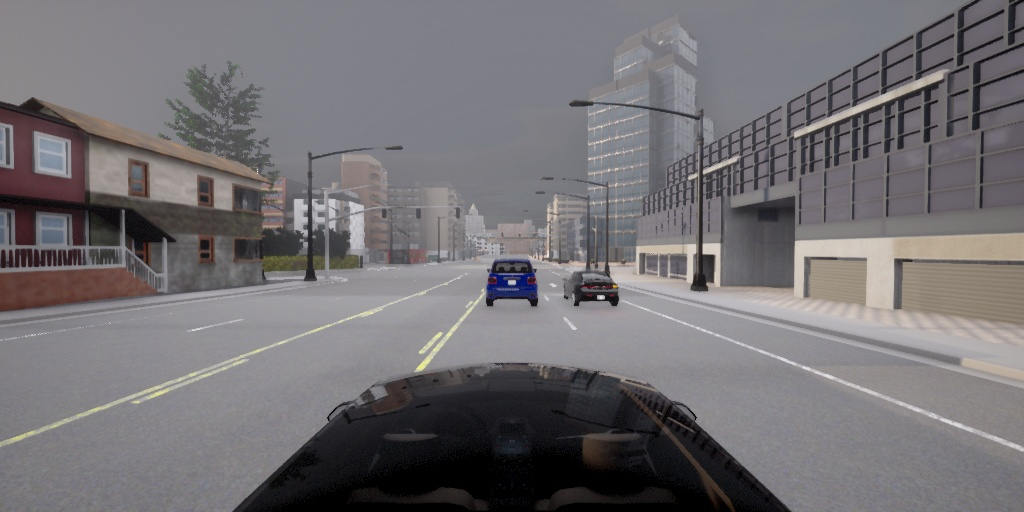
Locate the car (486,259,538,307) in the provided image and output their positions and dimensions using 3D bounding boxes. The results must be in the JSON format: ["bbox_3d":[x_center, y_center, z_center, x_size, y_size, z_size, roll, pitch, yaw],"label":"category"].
[{"bbox_3d":[0.000,1.149,16.543,2.150,2.045,5.566,0,-1,0],"label":"car"}]

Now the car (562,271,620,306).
[{"bbox_3d":[3.500,1.407,16.512,1.837,1.490,4.892,0,-1,0],"label":"car"}]
